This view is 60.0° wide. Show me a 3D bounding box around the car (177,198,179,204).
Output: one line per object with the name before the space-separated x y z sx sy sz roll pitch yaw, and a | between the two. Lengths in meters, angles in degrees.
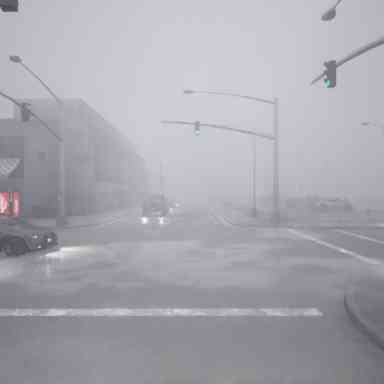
car | -3.525 1.555 63.624 1.812 1.442 4.674 0 0 0

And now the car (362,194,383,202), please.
car | 39.944 1.339 72.344 5.027 1.636 2.152 0 0 0

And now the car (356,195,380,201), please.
car | 39.890 1.347 75.481 4.514 1.523 2.007 0 0 0

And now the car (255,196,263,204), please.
car | 13.728 1.107 56.874 4.605 1.855 1.932 0 0 0

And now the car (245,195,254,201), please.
car | 13.856 1.382 75.458 3.633 1.501 1.845 0 0 0

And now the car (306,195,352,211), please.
car | 14.476 1.244 34.757 3.806 1.475 1.970 0 0 0

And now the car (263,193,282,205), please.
car | 14.142 1.087 53.968 3.866 1.878 1.905 0 0 0

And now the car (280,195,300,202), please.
car | 21.278 1.392 72.481 3.806 1.475 1.970 0 0 0

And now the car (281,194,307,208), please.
car | 14.149 1.165 41.174 5.027 1.636 2.152 0 0 0

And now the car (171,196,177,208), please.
car | -3.612 1.473 47.484 1.882 1.535 5.008 0 0 0

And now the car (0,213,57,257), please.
car | -7.225 1.497 12.239 4.181 1.385 1.994 3 0 0

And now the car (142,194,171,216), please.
car | -3.612 1.218 33.424 2.150 2.045 5.566 0 0 0

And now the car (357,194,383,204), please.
car | 32.276 1.329 60.494 3.633 1.501 1.845 0 0 0
